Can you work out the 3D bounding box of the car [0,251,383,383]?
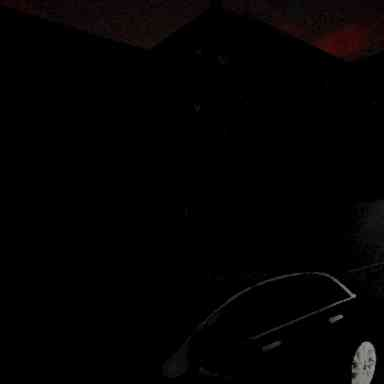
[{"bbox_3d":[0.210,1.504,3.529,4.892,1.490,1.837,0,0,-36],"label":"car"}]
